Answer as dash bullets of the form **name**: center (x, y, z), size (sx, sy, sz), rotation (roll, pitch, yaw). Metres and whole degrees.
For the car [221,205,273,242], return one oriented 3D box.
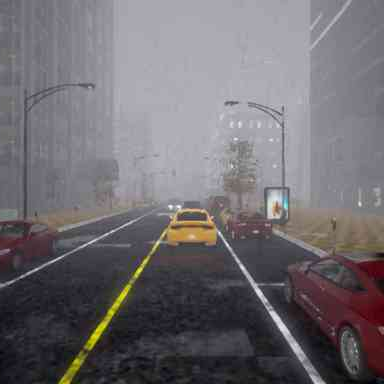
- **car**: center (2.697, 1.546, 16.261), size (1.887, 1.381, 4.507), rotation (1, 0, 0)

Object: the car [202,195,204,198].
- **car**: center (2.699, 1.322, 38.498), size (2.192, 1.841, 5.009), rotation (1, 0, 0)

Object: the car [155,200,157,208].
- **car**: center (-5.682, 1.448, 44.059), size (1.967, 1.590, 4.097), rotation (1, 0, 0)

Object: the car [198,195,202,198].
- **car**: center (2.698, 1.570, 93.095), size (1.887, 1.381, 4.507), rotation (1, 0, 0)

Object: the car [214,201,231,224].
- **car**: center (2.698, 1.528, 21.990), size (1.752, 1.417, 4.829), rotation (1, 0, 0)

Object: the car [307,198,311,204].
- **car**: center (26.257, 2.018, 77.137), size (4.829, 1.417, 1.752), rotation (1, -1, 0)

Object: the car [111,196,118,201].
- **car**: center (-17.252, 1.275, 68.461), size (4.507, 1.381, 1.887), rotation (1, -1, 0)

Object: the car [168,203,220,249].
- **car**: center (0.000, 1.487, 14.649), size (1.882, 1.535, 5.008), rotation (0, 0, 0)

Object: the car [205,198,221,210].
- **car**: center (2.697, 1.553, 44.058), size (1.887, 1.381, 4.507), rotation (1, 0, 0)

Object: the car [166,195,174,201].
- **car**: center (-5.683, 1.548, 87.415), size (1.752, 1.417, 4.829), rotation (1, 0, 0)

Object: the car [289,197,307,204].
- **car**: center (20.847, 1.765, 68.784), size (4.097, 1.590, 1.967), rotation (1, -1, 0)

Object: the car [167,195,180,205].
- **car**: center (-3.000, 1.669, 60.621), size (1.895, 1.301, 4.718), rotation (0, 0, 0)

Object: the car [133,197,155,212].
- **car**: center (-5.683, 1.532, 38.330), size (1.752, 1.417, 4.829), rotation (1, 0, 0)

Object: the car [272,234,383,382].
- **car**: center (2.697, 1.581, 5.142), size (1.802, 1.307, 4.206), rotation (1, 0, 0)

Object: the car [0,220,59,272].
- **car**: center (-5.684, 1.582, 10.702), size (1.802, 1.307, 4.206), rotation (1, 0, 0)

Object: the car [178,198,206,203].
- **car**: center (0.000, 1.522, 29.650), size (1.837, 1.490, 4.892), rotation (0, 0, 0)

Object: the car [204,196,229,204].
- **car**: center (2.699, 1.320, 32.939), size (2.192, 1.841, 5.009), rotation (1, 0, 0)
